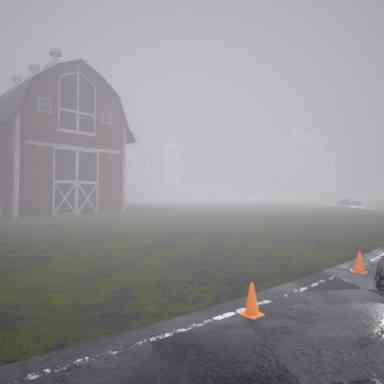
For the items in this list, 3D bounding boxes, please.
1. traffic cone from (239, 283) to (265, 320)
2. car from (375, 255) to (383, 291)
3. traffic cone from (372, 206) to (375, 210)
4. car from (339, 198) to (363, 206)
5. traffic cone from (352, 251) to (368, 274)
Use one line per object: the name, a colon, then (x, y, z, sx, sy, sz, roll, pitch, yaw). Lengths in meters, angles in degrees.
traffic cone: (1.098, 1.957, 6.087, 0.340, 0.580, 0.340, 0, 0, -40)
car: (5.907, 1.571, 7.790, 4.181, 1.385, 1.994, 0, 0, -44)
traffic cone: (23.238, 1.962, 42.463, 0.340, 0.580, 0.340, 1, 0, 12)
car: (26.155, 1.609, 54.853, 1.994, 1.385, 4.181, 1, 0, -6)
traffic cone: (4.688, 1.958, 9.300, 0.340, 0.580, 0.340, 0, 0, -44)
